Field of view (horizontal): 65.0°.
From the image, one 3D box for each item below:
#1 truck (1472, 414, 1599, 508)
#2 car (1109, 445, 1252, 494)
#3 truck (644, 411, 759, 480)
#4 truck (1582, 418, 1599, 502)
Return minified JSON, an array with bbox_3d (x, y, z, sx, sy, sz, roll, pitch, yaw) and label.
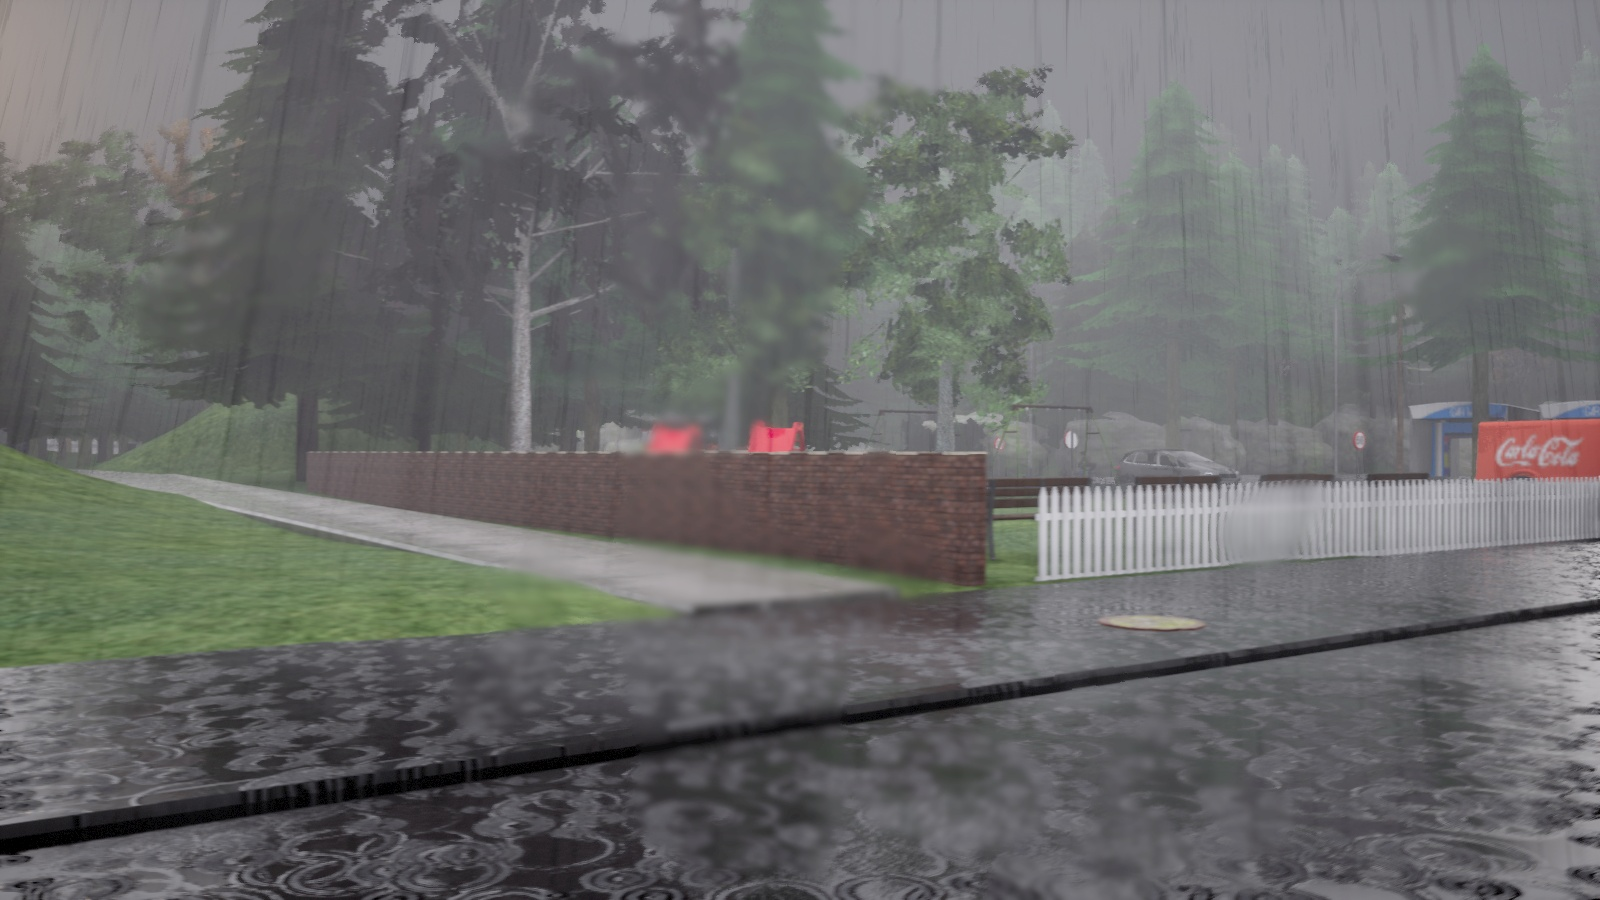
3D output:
[{"bbox_3d":[21.724,0.297,34.400,2.627,2.467,5.204,0,0,-35],"label":"truck"},{"bbox_3d":[13.790,0.672,45.752,2.242,1.667,4.611,0,0,-35],"label":"car"},{"bbox_3d":[-5.929,-0.226,73.987,2.891,3.827,8.468,0,0,-35],"label":"truck"},{"bbox_3d":[25.681,0.291,35.741,2.627,2.467,5.204,0,0,-34],"label":"truck"}]
